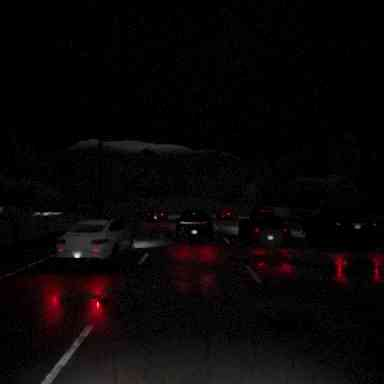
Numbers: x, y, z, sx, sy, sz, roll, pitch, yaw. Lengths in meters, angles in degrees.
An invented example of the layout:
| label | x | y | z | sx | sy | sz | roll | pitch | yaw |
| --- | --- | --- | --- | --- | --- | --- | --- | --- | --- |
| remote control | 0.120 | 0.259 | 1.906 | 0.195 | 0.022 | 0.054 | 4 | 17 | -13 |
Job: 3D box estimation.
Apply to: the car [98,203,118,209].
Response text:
| label | x | y | z | sx | sy | sz | roll | pitch | yaw |
| --- | --- | --- | --- | --- | --- | --- | --- | --- | --- |
| car | -13.974 | 2.666 | 56.898 | 1.882 | 1.535 | 5.008 | 0 | -2 | 1 |

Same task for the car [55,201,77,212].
| label | x | y | z | sx | sy | sz | roll | pitch | yaw |
| --- | --- | --- | --- | --- | --- | --- | --- | --- | --- |
| car | -20.965 | 2.676 | 56.827 | 2.128 | 1.511 | 4.902 | 0 | -2 | 1 |

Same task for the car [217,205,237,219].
| label | x | y | z | sx | sy | sz | roll | pitch | yaw |
| --- | --- | --- | --- | --- | --- | --- | --- | --- | --- |
| car | 3.649 | 2.074 | 35.550 | 1.882 | 1.535 | 5.008 | 0 | -1 | 0 |

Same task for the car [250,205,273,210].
| label | x | y | z | sx | sy | sz | roll | pitch | yaw |
| --- | --- | --- | --- | --- | --- | --- | --- | --- | --- |
| car | 7.147 | 2.069 | 34.131 | 1.837 | 1.490 | 4.892 | 0 | -1 | 0 |

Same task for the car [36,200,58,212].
| label | x | y | z | sx | sy | sz | roll | pitch | yaw |
| --- | --- | --- | --- | --- | --- | --- | --- | --- | --- |
| car | -24.455 | 2.400 | 56.753 | 2.150 | 2.045 | 5.566 | 0 | -2 | 1 |

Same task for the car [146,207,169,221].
| label | x | y | z | sx | sy | sz | roll | pitch | yaw |
| --- | --- | --- | --- | --- | --- | --- | --- | --- | --- |
| car | -3.355 | 2.132 | 32.876 | 1.895 | 1.301 | 4.718 | 0 | -1 | 0 |

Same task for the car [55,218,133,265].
| label | x | y | z | sx | sy | sz | roll | pitch | yaw |
| --- | --- | --- | --- | --- | --- | --- | --- | --- | --- |
| car | -3.387 | 1.672 | 12.140 | 1.812 | 1.442 | 4.674 | 0 | -1 | 0 |

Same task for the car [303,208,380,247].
| label | x | y | z | sx | sy | sz | roll | pitch | yaw |
| --- | --- | --- | --- | --- | --- | --- | --- | --- | --- |
| car | 7.120 | 1.566 | 16.392 | 2.097 | 1.767 | 4.553 | 0 | -1 | 0 |

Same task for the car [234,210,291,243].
| label | x | y | z | sx | sy | sz | roll | pitch | yaw |
| --- | --- | --- | --- | --- | --- | --- | --- | --- | --- |
| car | 3.623 | 1.833 | 17.510 | 1.895 | 1.301 | 4.718 | 0 | -1 | 0 |

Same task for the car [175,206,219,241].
| label | x | y | z | sx | sy | sz | roll | pitch | yaw |
| --- | --- | --- | --- | --- | --- | --- | --- | --- | --- |
| car | 0.123 | 1.735 | 18.277 | 2.128 | 1.511 | 4.902 | 0 | -1 | 0 |

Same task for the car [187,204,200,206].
| label | x | y | z | sx | sy | sz | roll | pitch | yaw |
| --- | --- | --- | --- | --- | --- | --- | --- | --- | --- |
| car | 0.149 | 2.074 | 35.566 | 1.882 | 1.535 | 5.008 | 0 | -1 | 0 |

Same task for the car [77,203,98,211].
| label | x | y | z | sx | sy | sz | roll | pitch | yaw |
| --- | --- | --- | --- | --- | --- | --- | --- | --- | --- |
| car | -17.471 | 2.664 | 56.870 | 1.882 | 1.535 | 5.008 | 0 | -2 | 1 |
